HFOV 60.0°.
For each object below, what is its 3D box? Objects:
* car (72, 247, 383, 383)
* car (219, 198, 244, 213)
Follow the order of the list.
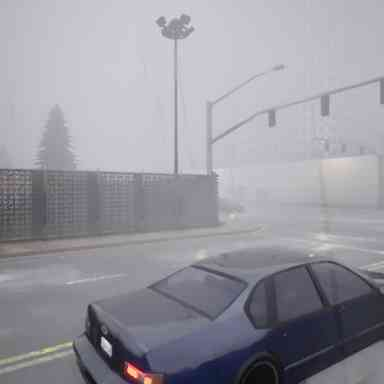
[{"bbox_3d":[1.227,1.537,4.674,5.357,1.411,2.033,0,0,-35],"label":"car"},{"bbox_3d":[3.355,1.406,34.711,1.812,1.442,4.674,0,0,-35],"label":"car"}]
